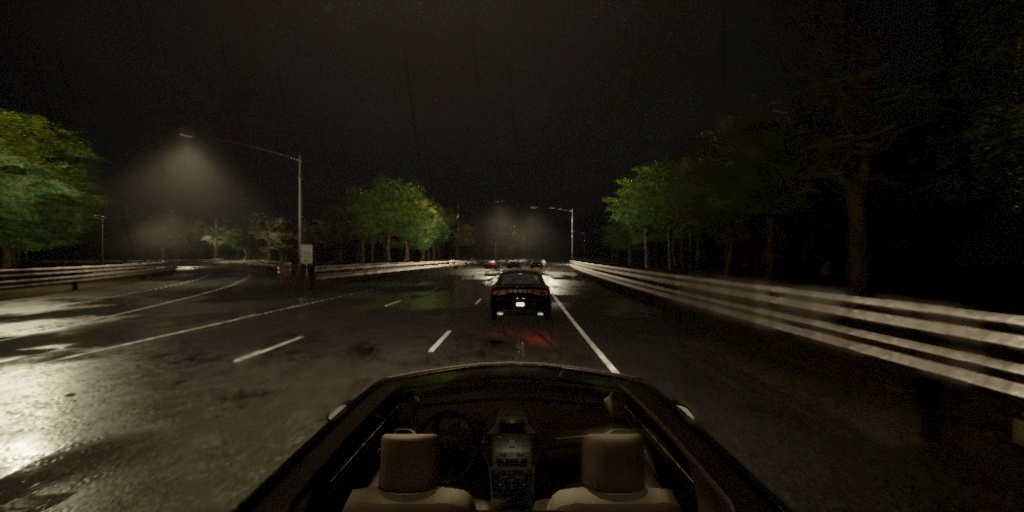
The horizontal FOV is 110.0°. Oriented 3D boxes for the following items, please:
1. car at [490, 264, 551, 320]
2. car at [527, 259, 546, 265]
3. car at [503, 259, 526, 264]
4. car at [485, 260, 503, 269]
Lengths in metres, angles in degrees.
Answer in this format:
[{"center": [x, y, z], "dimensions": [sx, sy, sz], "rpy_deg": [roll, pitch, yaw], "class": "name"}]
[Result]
[{"center": [0.308, 1.229, 12.727], "dimensions": [1.882, 1.535, 5.008], "rpy_deg": [0, 0, 2], "class": "car"}, {"center": [3.941, 1.303, 56.837], "dimensions": [1.837, 1.490, 4.892], "rpy_deg": [0, 0, 8], "class": "car"}, {"center": [0.409, 1.286, 56.859], "dimensions": [2.128, 1.511, 4.902], "rpy_deg": [0, 0, 8], "class": "car"}, {"center": [-3.069, 1.356, 57.256], "dimensions": [1.994, 1.385, 4.181], "rpy_deg": [0, 0, 8], "class": "car"}]
